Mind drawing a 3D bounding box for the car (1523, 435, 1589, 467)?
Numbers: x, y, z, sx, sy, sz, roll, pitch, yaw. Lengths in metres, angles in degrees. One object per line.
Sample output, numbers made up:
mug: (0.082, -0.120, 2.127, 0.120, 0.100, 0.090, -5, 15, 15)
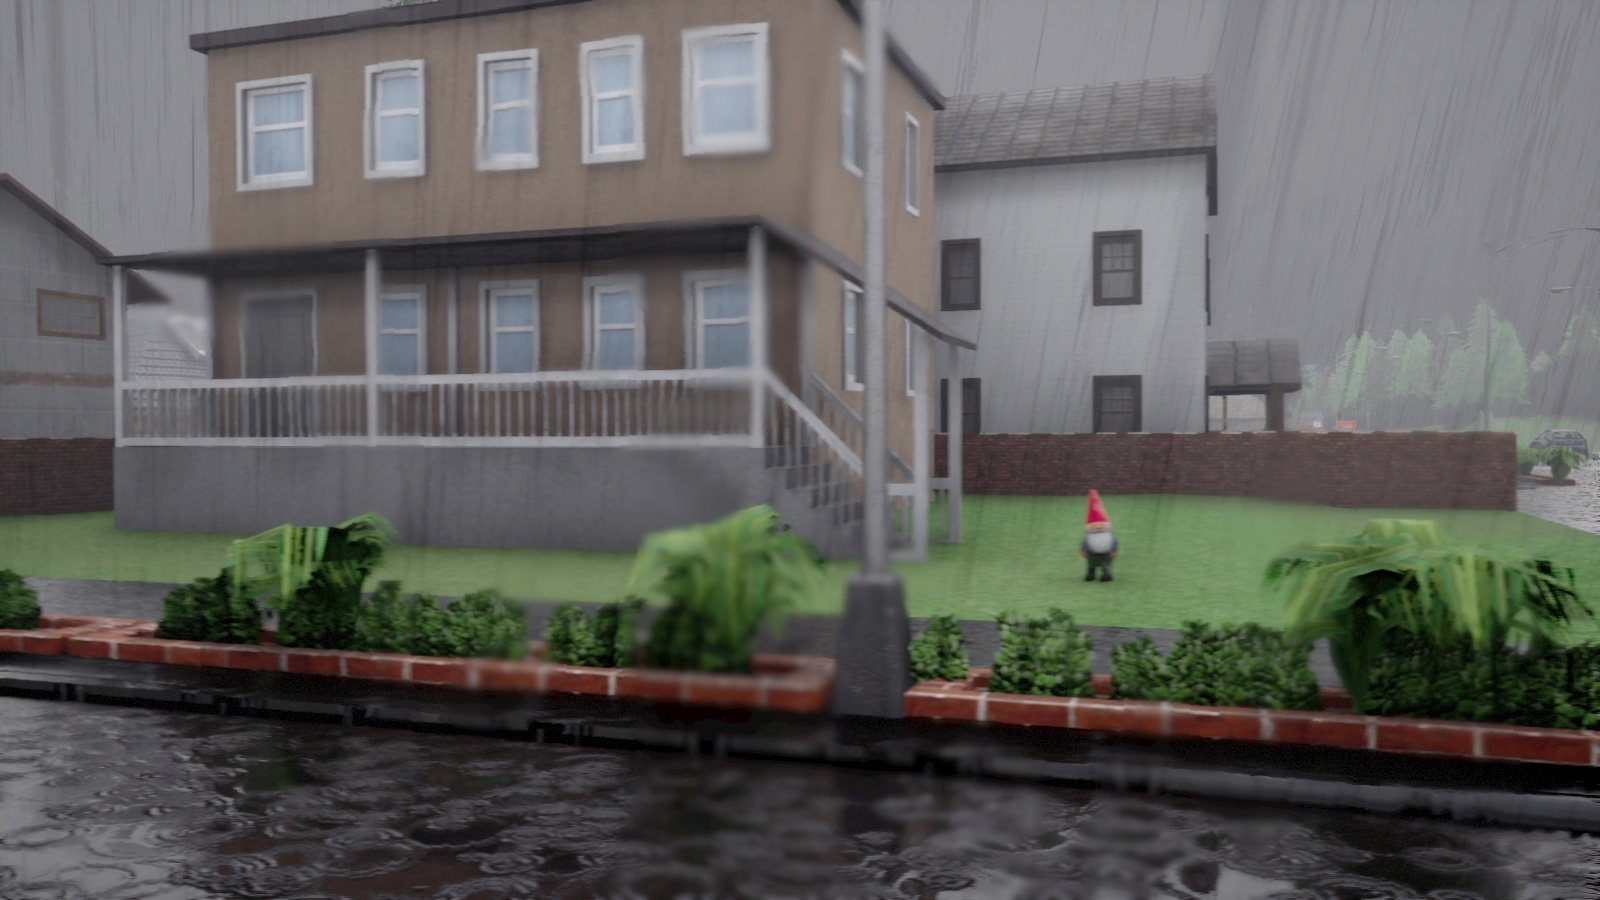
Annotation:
car: (35.852, 0.020, 59.639, 1.816, 1.474, 4.193, 1, 1, 19)
